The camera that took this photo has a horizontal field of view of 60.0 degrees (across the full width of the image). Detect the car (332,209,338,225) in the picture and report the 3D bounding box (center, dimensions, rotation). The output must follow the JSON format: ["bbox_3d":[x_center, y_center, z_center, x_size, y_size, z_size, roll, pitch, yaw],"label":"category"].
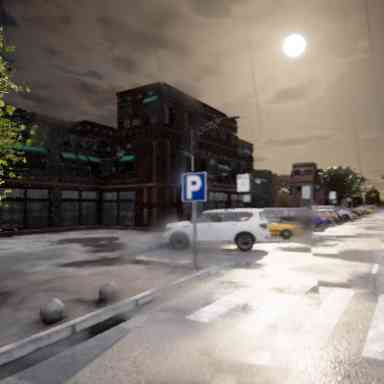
[{"bbox_3d":[12.425,2.860,35.204,4.674,1.452,2.002,-2,-3,12],"label":"car"}]

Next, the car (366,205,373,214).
[{"bbox_3d":[36.317,4.304,73.343,4.892,1.521,2.231,-2,-3,12],"label":"car"}]

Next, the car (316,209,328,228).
[{"bbox_3d":[9.243,2.634,30.108,5.008,1.535,2.097,-2,-3,12],"label":"car"}]

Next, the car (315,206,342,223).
[{"bbox_3d":[14.048,2.786,37.742,4.553,1.767,2.185,-2,-3,12],"label":"car"}]

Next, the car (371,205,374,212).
[{"bbox_3d":[38.090,4.399,75.848,5.366,1.575,1.946,-2,-3,12],"label":"car"}]

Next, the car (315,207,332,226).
[{"bbox_3d":[10.799,2.602,32.680,4.553,1.767,2.185,-2,-3,12],"label":"car"}]

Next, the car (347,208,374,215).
[{"bbox_3d":[39.672,4.503,78.397,5.366,1.575,1.946,-2,-3,12],"label":"car"}]

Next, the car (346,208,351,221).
[{"bbox_3d":[17.241,3.131,42.831,4.792,1.488,2.163,-2,-3,12],"label":"car"}]

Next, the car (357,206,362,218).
[{"bbox_3d":[22.182,3.382,50.421,5.366,1.575,1.946,-2,-3,12],"label":"car"}]

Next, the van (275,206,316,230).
[{"bbox_3d":[7.527,2.320,27.599,4.442,1.987,1.878,-2,-3,12],"label":"van"}]

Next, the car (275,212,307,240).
[{"bbox_3d":[4.652,2.349,22.436,5.366,1.575,1.946,-2,-3,12],"label":"car"}]

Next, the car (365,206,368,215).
[{"bbox_3d":[30.001,3.919,63.157,4.792,1.488,2.163,-2,-3,12],"label":"car"}]

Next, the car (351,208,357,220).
[{"bbox_3d":[18.831,2.945,45.383,5.566,2.045,2.435,-2,-3,12],"label":"car"}]

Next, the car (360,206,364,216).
[{"bbox_3d":[23.614,3.238,53.021,5.566,2.045,2.435,-2,-3,12],"label":"car"}]

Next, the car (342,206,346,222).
[{"bbox_3d":[15.643,2.880,40.283,4.553,1.767,2.185,-2,-3,12],"label":"car"}]

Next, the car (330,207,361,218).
[{"bbox_3d":[26.753,3.563,58.096,4.553,1.767,2.185,-2,-3,12],"label":"car"}]

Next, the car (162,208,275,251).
[{"bbox_3d":[1.266,1.921,17.379,5.566,2.045,2.435,-2,-3,12],"label":"car"}]

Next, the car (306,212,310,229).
[{"bbox_3d":[6.054,2.490,25.025,4.674,1.452,2.002,-2,-3,12],"label":"car"}]
